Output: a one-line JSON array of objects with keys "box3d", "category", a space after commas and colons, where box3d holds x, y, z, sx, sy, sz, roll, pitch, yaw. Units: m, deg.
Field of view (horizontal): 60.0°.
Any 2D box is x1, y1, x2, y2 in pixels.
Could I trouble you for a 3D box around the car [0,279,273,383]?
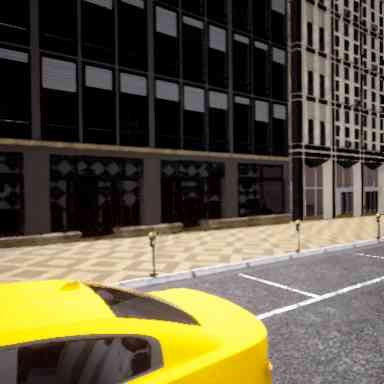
[{"box3d": [-1.644, 1.478, 2.163, 5.008, 1.535, 1.882, 0, 0, -35], "category": "car"}]
